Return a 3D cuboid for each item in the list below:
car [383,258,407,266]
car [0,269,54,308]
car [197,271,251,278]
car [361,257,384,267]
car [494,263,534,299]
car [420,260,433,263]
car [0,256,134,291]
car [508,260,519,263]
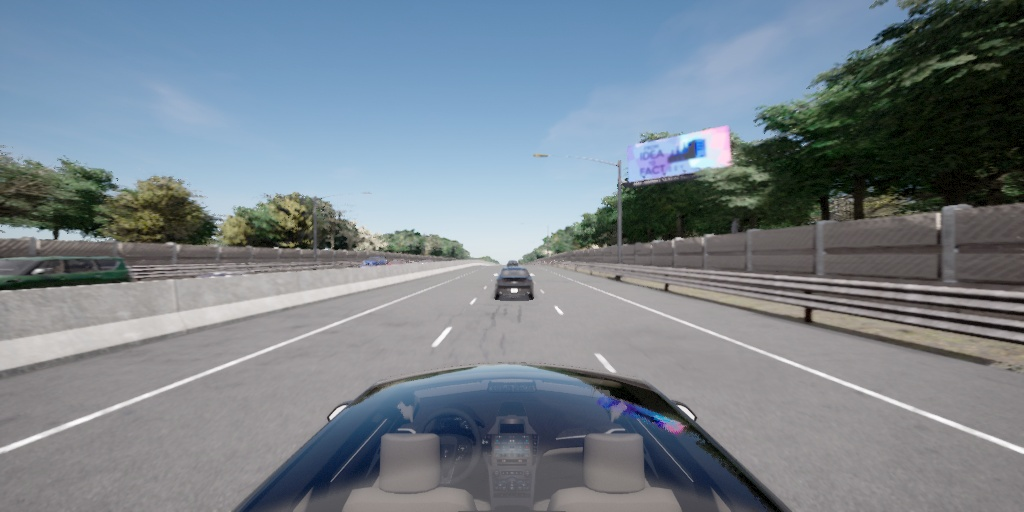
[{"bbox_3d":[-17.528,1.393,54.908,1.882,1.535,5.008,0,0,1],"label":"car"},{"bbox_3d":[-21.093,1.292,13.338,1.837,1.490,4.892,0,0,0],"label":"car"},{"bbox_3d":[-14.094,1.401,17.254,1.895,1.301,4.718,0,0,0],"label":"car"},{"bbox_3d":[-21.020,1.143,54.816,2.150,2.045,5.566,0,0,1],"label":"car"},{"bbox_3d":[0.103,1.310,18.664,1.837,1.490,4.892,0,0,0],"label":"car"},{"bbox_3d":[-14.023,1.404,59.240,1.882,1.535,5.008,0,0,1],"label":"car"},{"bbox_3d":[-17.595,1.008,13.325,2.150,2.045,5.566,0,0,0],"label":"car"},{"bbox_3d":[0.106,1.431,58.072,1.837,1.490,4.892,0,0,0],"label":"car"}]
